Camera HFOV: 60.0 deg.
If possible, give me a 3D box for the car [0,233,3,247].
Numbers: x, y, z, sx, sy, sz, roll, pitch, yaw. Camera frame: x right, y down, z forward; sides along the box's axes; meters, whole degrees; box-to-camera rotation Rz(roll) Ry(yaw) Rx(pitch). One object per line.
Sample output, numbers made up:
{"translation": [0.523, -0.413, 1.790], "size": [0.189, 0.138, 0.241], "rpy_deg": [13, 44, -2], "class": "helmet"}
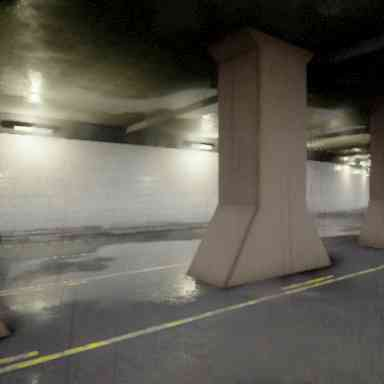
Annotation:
{"translation": [-8.892, 1.477, 10.546], "size": [5.008, 1.535, 1.882], "rpy_deg": [0, 0, -36], "class": "car"}
